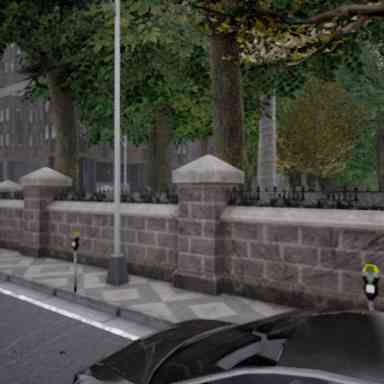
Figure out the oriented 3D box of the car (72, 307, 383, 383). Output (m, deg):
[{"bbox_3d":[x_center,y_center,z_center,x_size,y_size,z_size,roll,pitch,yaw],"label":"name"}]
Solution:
[{"bbox_3d":[0.962,1.566,2.278,4.313,1.339,1.947,0,0,36],"label":"car"}]
